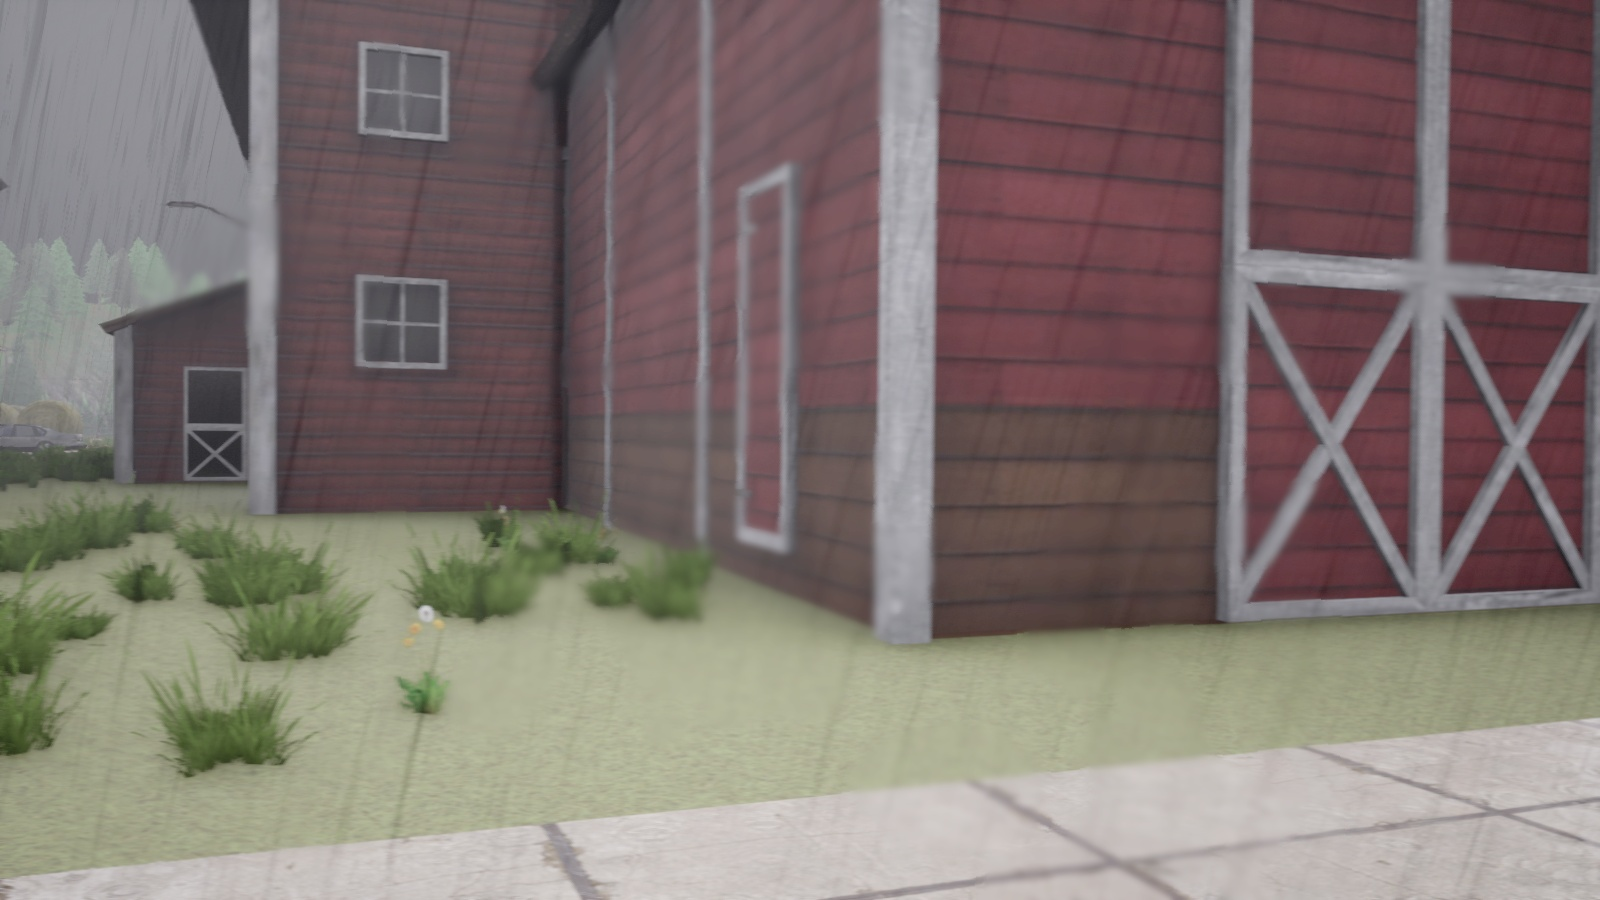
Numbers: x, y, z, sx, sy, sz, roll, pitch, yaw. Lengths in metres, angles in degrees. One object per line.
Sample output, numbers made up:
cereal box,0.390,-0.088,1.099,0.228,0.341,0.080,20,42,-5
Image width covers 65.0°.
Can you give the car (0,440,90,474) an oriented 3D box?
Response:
car,-33.728,0.302,53.963,5.357,1.411,2.033,-1,1,-20
